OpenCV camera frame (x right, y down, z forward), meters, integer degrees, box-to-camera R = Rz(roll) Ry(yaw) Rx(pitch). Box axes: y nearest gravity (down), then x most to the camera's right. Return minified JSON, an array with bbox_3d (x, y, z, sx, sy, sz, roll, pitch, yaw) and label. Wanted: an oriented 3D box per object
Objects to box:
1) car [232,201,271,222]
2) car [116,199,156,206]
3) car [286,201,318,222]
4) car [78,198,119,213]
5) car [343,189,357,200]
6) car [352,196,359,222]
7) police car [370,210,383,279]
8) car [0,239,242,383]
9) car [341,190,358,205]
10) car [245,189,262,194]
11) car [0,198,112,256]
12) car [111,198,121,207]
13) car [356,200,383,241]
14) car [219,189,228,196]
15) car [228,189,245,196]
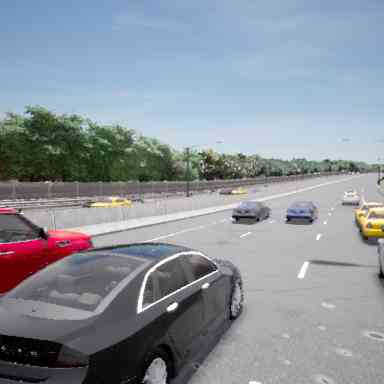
[{"bbox_3d":[4.602,1.419,25.310,2.033,1.411,5.357,0,1,25],"label":"car"},{"bbox_3d":[-4.580,1.449,30.932,1.895,1.301,4.718,0,1,25],"label":"car"},{"bbox_3d":[8.293,1.402,24.968,2.033,1.411,5.357,0,1,25],"label":"car"},{"bbox_3d":[-9.991,1.369,35.918,1.994,1.385,4.181,0,1,25],"label":"car"},{"bbox_3d":[25.080,0.394,52.646,1.882,1.535,5.008,0,2,26],"label":"car"},{"bbox_3d":[11.577,1.337,21.436,1.801,1.575,5.366,0,1,24],"label":"car"},{"bbox_3d":[5.107,1.418,6.918,1.930,1.638,5.238,0,0,24],"label":"police car"},{"bbox_3d":[-0.640,1.501,4.842,1.837,1.490,4.892,0,0,23],"label":"car"},{"bbox_3d":[19.992,0.858,41.911,1.812,1.442,4.674,0,2,26],"label":"car"},{"bbox_3d":[12.817,0.151,67.246,1.812,1.442,4.674,0,2,27],"label":"car"},{"bbox_3d":[-4.053,1.219,5.788,2.150,2.045,5.566,0,0,23],"label":"car"},{"bbox_3d":[-7.794,1.326,32.312,1.882,1.535,5.008,0,1,25],"label":"car"},{"bbox_3d":[9.140,1.405,16.030,1.801,1.575,5.366,0,0,24],"label":"car"},{"bbox_3d":[7.422,0.046,72.104,1.837,1.490,4.892,0,2,27],"label":"car"},{"bbox_3d":[9.613,0.104,68.652,1.882,1.535,5.008,0,2,26],"label":"car"}]
